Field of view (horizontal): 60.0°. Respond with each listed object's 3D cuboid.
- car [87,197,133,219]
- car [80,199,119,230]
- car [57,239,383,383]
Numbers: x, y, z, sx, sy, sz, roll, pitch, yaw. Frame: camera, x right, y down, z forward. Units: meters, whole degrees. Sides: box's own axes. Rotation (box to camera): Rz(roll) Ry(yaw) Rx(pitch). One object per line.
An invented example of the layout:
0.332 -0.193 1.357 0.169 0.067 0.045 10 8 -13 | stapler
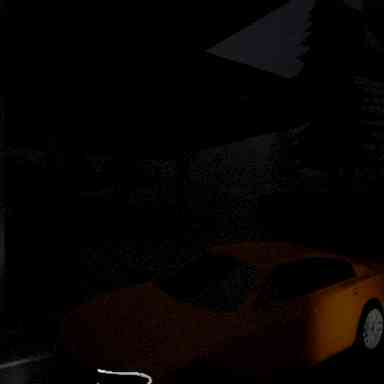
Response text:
-6.929 1.328 27.076 3.866 1.878 1.905 0 0 -36 | car
-7.129 1.489 19.946 4.611 1.667 2.242 0 0 -36 | car
0.821 1.483 4.565 5.008 1.535 1.882 0 0 -35 | car
